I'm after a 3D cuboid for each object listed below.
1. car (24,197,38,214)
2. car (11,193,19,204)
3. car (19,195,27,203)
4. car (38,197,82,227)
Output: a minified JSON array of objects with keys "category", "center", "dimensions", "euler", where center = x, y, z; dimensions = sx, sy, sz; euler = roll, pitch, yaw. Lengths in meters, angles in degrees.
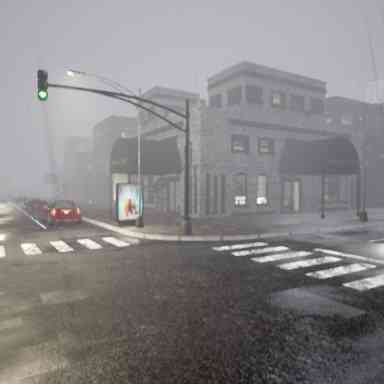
[{"category":"car","center":[-14.284,1.293,31.151],"dimensions":[1.802,1.307,4.206],"euler":[-1,1,-31]},{"category":"car","center":[-25.995,1.115,50.697],"dimensions":[2.008,1.369,4.403],"euler":[-1,1,-31]},{"category":"car","center":[-17.213,1.224,36.037],"dimensions":[2.008,1.369,4.403],"euler":[-1,1,-31]},{"category":"car","center":[-8.430,1.229,21.375],"dimensions":[1.967,1.590,4.097],"euler":[-1,1,-31]}]
